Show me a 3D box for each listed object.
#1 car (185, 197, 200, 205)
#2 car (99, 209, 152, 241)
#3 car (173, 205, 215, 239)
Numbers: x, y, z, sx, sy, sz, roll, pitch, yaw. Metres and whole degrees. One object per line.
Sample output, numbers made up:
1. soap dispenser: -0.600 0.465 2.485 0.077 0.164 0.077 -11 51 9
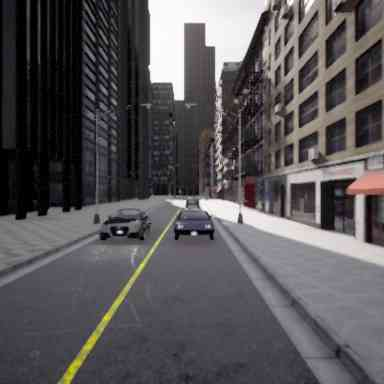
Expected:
1. car: 0.101 1.364 46.175 2.128 1.511 4.902 0 0 0
2. car: -3.098 1.517 16.219 1.994 1.385 4.181 0 0 0
3. car: 0.099 1.552 16.927 1.895 1.301 4.718 0 0 0
